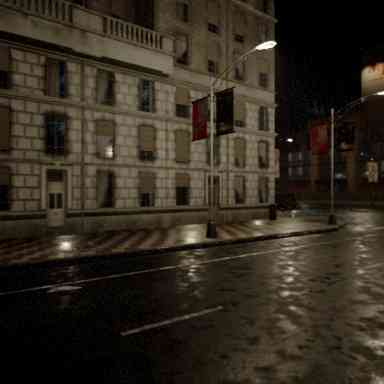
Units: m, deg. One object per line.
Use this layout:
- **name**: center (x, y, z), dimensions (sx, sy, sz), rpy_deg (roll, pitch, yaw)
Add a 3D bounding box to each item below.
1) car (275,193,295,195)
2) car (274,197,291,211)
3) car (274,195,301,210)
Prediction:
- **car**: center (15.353, 1.197, 57.480), dimensions (2.150, 2.045, 5.566), rpy_deg (0, 0, -37)
- **car**: center (9.117, 1.584, 40.392), dimensions (1.895, 1.301, 4.718), rpy_deg (0, 0, -36)
- **car**: center (11.741, 1.507, 42.731), dimensions (1.812, 1.442, 4.674), rpy_deg (0, 0, -36)
